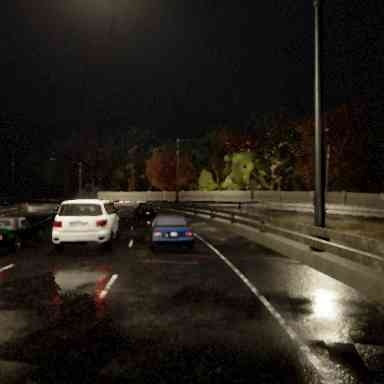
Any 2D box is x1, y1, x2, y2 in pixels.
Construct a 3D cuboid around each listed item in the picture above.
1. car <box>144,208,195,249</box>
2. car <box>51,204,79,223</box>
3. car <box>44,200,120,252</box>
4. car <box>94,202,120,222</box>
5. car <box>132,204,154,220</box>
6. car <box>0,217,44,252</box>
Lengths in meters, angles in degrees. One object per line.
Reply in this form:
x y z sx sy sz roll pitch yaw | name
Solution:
-1.039 1.691 15.272 2.033 1.411 5.357 0 -1 -8 | car
-11.207 1.844 29.563 1.994 1.385 4.181 0 0 -16 | car
-4.510 1.357 14.830 2.150 2.045 5.566 0 0 -8 | car
-7.830 1.780 30.493 2.128 1.511 4.902 0 0 -16 | car
-4.470 1.859 31.458 1.994 1.385 4.181 0 -1 -16 | car
-7.993 1.739 14.448 1.895 1.301 4.718 0 0 -8 | car
